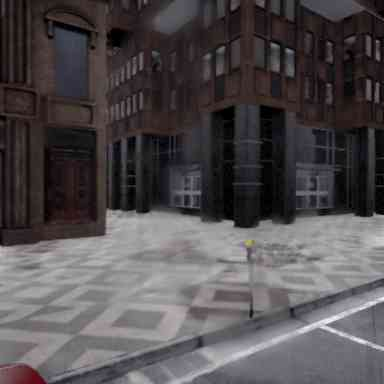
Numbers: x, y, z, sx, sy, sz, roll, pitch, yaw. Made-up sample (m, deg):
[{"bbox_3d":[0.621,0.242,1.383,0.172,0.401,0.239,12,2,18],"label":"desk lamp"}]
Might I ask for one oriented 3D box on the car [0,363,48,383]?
[{"bbox_3d":[-2.577,1.540,0.714,4.507,1.381,1.887,0,1,-35],"label":"car"}]
